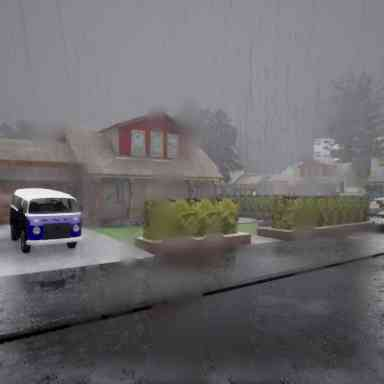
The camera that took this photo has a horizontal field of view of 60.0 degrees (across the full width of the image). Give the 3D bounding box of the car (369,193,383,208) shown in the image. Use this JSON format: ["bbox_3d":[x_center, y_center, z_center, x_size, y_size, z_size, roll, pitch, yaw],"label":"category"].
[{"bbox_3d":[23.743,0.986,40.873,3.866,1.878,1.905,0,0,-1],"label":"car"}]
